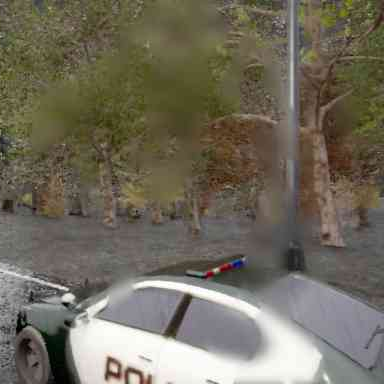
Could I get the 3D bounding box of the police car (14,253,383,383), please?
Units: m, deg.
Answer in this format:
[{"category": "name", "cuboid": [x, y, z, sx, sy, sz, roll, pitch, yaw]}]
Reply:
[{"category": "police car", "cuboid": [-0.005, 1.487, 3.558, 4.974, 1.542, 2.038, 0, 0, 36]}]
